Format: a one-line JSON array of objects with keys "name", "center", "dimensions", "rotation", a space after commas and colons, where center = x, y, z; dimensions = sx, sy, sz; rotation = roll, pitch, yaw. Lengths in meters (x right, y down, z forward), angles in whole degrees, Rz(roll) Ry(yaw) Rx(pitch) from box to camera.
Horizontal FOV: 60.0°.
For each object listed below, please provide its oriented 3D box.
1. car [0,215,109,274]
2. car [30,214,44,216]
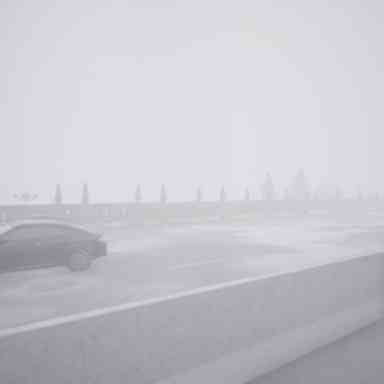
[{"name": "car", "center": [-4.689, 1.526, 9.246], "dimensions": [4.674, 1.442, 1.812], "rotation": [0, 0, -35]}, {"name": "car", "center": [-5.951, 1.565, 12.645], "dimensions": [4.181, 1.385, 1.994], "rotation": [0, 0, -35]}]
